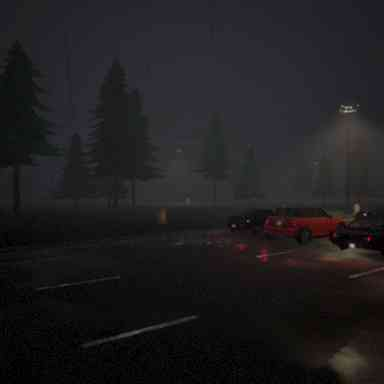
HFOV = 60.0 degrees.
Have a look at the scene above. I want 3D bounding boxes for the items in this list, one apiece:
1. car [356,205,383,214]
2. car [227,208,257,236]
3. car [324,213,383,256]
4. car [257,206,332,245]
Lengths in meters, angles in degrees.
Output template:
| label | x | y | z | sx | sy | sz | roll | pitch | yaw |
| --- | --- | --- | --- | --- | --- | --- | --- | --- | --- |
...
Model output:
| label | x | y | z | sx | sy | sz | roll | pitch | yaw |
| --- | --- | --- | --- | --- | --- | --- | --- | --- | --- |
| car | 15.873 | 1.849 | 28.523 | 4.181 | 1.385 | 1.994 | 1 | 0 | -35 |
| car | 4.048 | 1.666 | 19.466 | 4.674 | 1.442 | 1.812 | 0 | 0 | -39 |
| car | 7.806 | 1.739 | 13.744 | 4.718 | 1.301 | 1.895 | 1 | 0 | -36 |
| car | 5.754 | 1.488 | 16.579 | 4.553 | 1.767 | 2.097 | 1 | -1 | -36 |
